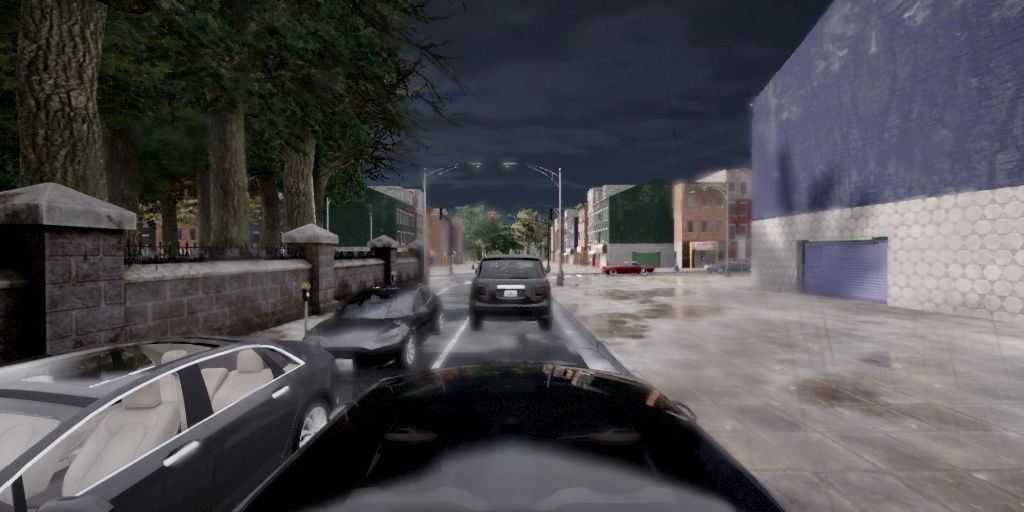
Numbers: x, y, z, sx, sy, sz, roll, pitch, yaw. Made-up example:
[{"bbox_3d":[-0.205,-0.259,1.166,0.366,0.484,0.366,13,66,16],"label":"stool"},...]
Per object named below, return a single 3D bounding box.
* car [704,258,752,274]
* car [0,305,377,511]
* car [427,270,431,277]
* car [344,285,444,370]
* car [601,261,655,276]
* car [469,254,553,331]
[{"bbox_3d":[21.030,0.943,34.319,4.902,1.511,2.128,-1,1,0],"label":"car"},{"bbox_3d":[-2.641,1.300,2.073,2.007,1.370,4.403,0,0,0],"label":"car"},{"bbox_3d":[-9.686,1.417,31.624,4.892,1.490,1.837,-1,1,-5],"label":"car"},{"bbox_3d":[-2.634,1.316,7.761,1.948,1.339,4.313,0,0,0],"label":"car"},{"bbox_3d":[10.993,1.187,34.334,4.718,1.301,1.895,-1,1,0],"label":"car"},{"bbox_3d":[-0.011,0.973,11.071,2.150,2.045,5.566,0,0,0],"label":"car"}]
